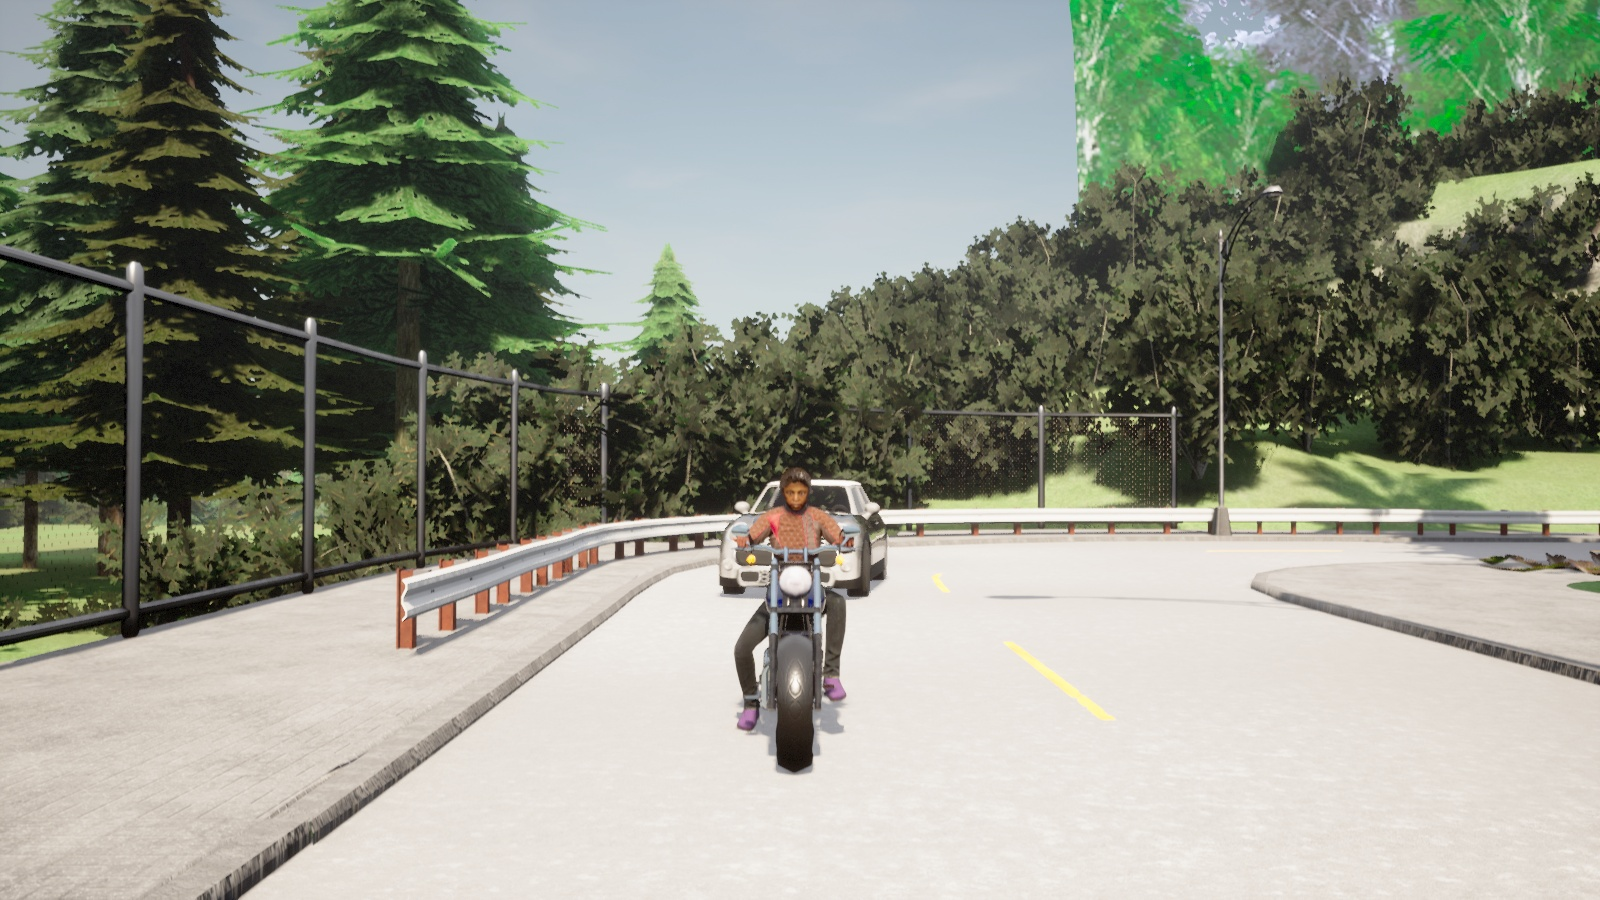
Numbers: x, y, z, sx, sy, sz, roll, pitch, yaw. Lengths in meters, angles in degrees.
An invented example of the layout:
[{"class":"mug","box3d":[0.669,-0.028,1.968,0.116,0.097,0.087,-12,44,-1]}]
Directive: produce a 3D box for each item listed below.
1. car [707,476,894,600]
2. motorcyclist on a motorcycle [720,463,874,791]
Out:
[{"class":"car","box3d":[0.133,1.102,17.112,1.970,1.475,3.806,0,-1,9]},{"class":"motorcyclist on a motorcycle","box3d":[-0.020,0.908,7.503,0.766,1.649,2.350,0,-1,0]}]
